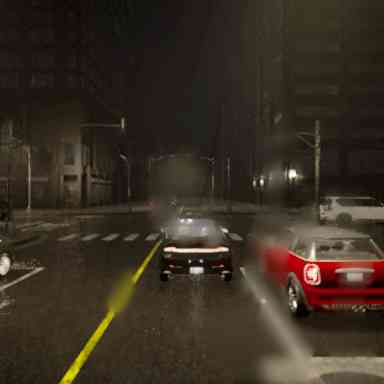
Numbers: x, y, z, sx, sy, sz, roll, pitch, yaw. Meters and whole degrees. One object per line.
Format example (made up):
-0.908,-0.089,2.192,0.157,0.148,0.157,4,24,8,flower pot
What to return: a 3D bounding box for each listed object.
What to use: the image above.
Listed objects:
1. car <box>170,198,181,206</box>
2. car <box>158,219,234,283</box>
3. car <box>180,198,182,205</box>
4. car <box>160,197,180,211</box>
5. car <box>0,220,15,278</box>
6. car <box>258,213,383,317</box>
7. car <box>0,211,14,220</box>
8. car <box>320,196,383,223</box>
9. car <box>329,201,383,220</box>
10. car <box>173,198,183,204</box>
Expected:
-3.049,1.825,62.154,1.837,1.490,4.892,0,0,0,car
0.093,1.537,9.815,2.128,1.511,4.902,0,0,0,car
-3.076,1.758,52.627,2.128,1.511,4.902,0,0,0,car
-3.049,1.570,43.852,2.097,1.767,4.553,0,0,-1,car
-5.768,1.586,7.558,2.008,1.369,4.403,0,0,0,car
2.757,1.476,7.561,1.967,1.590,4.097,0,0,0,car
-16.414,1.769,25.649,4.718,1.301,1.895,0,0,0,car
11.539,1.320,22.738,5.566,2.045,2.150,0,0,2,car
14.881,1.594,29.173,4.892,1.490,1.837,0,0,0,car
-3.091,1.933,71.993,1.994,1.385,4.181,0,0,0,car
